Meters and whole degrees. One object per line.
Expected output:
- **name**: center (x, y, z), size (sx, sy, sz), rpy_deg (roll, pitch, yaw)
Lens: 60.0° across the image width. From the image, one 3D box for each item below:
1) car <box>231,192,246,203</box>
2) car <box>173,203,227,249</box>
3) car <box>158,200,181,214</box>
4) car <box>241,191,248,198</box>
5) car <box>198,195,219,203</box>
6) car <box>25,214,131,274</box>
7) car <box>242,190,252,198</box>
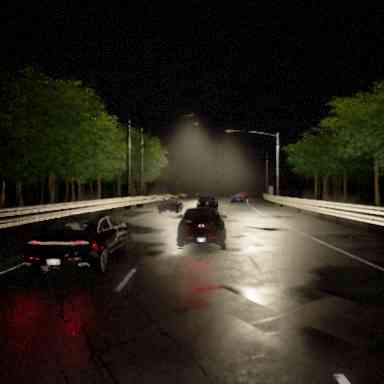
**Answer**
- **car**: center (7.748, 1.171, 56.800), size (1.994, 1.385, 4.181), rpy_deg (0, 0, 8)
- **car**: center (0.424, 1.409, 14.073), size (1.837, 1.490, 4.892), rpy_deg (0, 0, 2)
- **car**: center (-1.995, 1.379, 32.268), size (1.895, 1.301, 4.718), rpy_deg (0, 0, 5)
- **car**: center (11.041, 1.019, 76.086), size (1.994, 1.385, 4.181), rpy_deg (0, 0, 12)
- **car**: center (1.649, 1.122, 33.644), size (2.097, 1.767, 4.553), rpy_deg (0, 0, 5)
- **car**: center (-3.202, 1.420, 10.277), size (2.128, 1.511, 4.902), rpy_deg (0, 0, 2)
- **car**: center (14.832, 0.562, 93.339), size (2.150, 2.045, 5.566), rpy_deg (0, 0, 14)
